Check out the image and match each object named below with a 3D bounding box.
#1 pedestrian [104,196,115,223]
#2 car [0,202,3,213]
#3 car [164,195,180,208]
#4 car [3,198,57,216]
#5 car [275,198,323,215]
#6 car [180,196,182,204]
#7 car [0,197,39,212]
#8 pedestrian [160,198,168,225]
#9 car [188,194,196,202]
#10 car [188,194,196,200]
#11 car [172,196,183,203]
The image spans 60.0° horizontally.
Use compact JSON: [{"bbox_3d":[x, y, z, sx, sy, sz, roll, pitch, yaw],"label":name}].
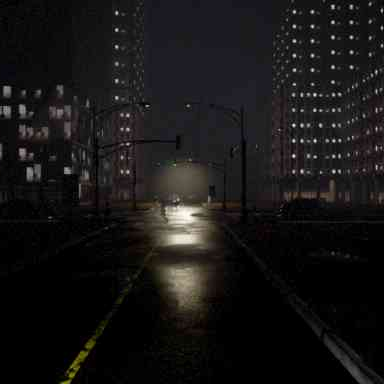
[{"bbox_3d":[-5.546,1.141,22.097,0.375,1.860,0.375,0,0,0],"label":"pedestrian"},{"bbox_3d":[-18.900,1.415,27.732,4.829,1.417,1.752,0,-1,-1],"label":"car"},{"bbox_3d":[-3.117,1.560,48.658,1.994,1.385,4.181,0,0,-1],"label":"car"},{"bbox_3d":[-15.058,1.399,30.514,5.008,1.535,1.882,0,0,-2],"label":"car"},{"bbox_3d":[10.933,1.415,34.134,4.553,1.767,2.097,0,0,-1],"label":"car"},{"bbox_3d":[-3.092,1.346,57.814,2.097,1.767,4.553,0,0,0],"label":"car"},{"bbox_3d":[-19.212,1.360,36.368,4.097,1.590,1.967,0,-1,-1],"label":"car"},{"bbox_3d":[-1.941,1.291,22.695,0.375,1.860,0.375,0,0,0],"label":"pedestrian"},{"bbox_3d":[-0.013,1.575,79.023,1.895,1.301,4.718,0,0,0],"label":"car"},{"bbox_3d":[-0.016,1.357,88.998,2.033,1.411,5.357,0,0,0],"label":"car"},{"bbox_3d":[-3.012,1.538,69.317,2.033,1.411,5.357,0,0,0],"label":"car"}]
